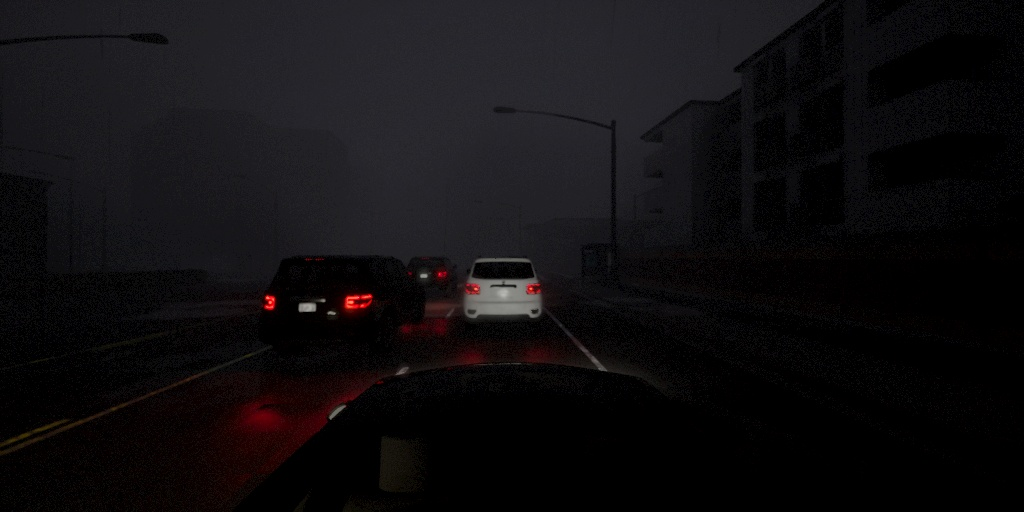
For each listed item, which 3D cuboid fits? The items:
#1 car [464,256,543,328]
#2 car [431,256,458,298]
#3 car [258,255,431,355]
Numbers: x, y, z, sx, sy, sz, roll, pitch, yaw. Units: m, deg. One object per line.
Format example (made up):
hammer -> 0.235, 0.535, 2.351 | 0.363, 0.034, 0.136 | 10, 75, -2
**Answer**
car -> -0.316, 1.012, 11.678 | 2.150, 2.045, 5.566 | 0, 0, -2
car -> -4.211, 1.043, 19.279 | 2.150, 2.045, 5.566 | 0, 0, -3
car -> -3.681, 1.002, 8.930 | 2.150, 2.045, 5.566 | 0, 0, -2
